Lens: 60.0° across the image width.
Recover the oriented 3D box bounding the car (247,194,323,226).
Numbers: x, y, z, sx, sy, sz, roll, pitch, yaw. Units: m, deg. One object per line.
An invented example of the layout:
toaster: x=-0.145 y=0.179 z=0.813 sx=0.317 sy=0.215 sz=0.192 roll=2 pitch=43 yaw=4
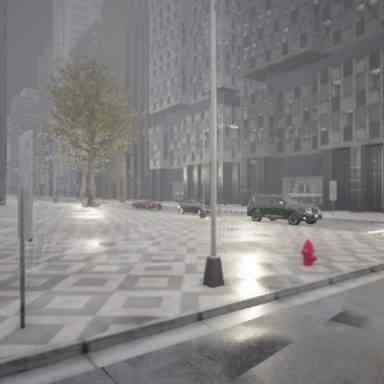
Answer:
car: x=6.403 y=1.197 z=23.677 sx=2.150 sy=2.045 sz=5.566 roll=0 pitch=0 yaw=-36

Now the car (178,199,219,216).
car: x=0.559 y=1.464 z=31.781 sx=1.837 sy=1.490 sz=4.892 roll=0 pitch=0 yaw=-36

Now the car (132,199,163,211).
car: x=-5.372 y=1.542 z=40.018 sx=1.895 sy=1.301 sz=4.718 roll=0 pitch=0 yaw=-36
